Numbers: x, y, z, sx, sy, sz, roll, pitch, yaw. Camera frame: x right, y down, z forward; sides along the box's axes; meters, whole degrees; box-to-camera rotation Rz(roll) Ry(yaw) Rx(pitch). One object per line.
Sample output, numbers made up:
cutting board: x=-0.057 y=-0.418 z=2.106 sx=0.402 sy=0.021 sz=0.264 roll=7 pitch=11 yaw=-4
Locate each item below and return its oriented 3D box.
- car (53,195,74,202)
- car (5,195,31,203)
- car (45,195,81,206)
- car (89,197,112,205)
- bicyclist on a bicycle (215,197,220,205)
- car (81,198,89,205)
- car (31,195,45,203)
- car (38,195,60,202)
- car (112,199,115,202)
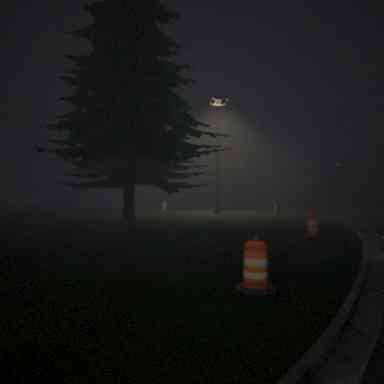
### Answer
car: x=-27.712 y=1.415 z=71.604 sx=4.181 sy=1.385 sz=1.994 roll=0 pitch=0 yaw=31
car: x=-33.141 y=1.341 z=62.616 sx=4.892 sy=1.490 sz=1.837 roll=0 pitch=0 yaw=31
car: x=-21.642 y=1.570 z=55.693 sx=5.357 sy=1.411 sz=2.033 roll=0 pitch=0 yaw=32
car: x=-18.023 y=1.585 z=61.685 sx=5.357 sy=1.411 sz=2.033 roll=0 pitch=0 yaw=32
bicyclist on a bicycle: x=4.377 y=1.377 z=56.970 sx=0.582 sy=1.620 sz=1.656 roll=0 pitch=0 yaw=31
car: x=-21.168 y=1.629 z=59.515 sx=4.718 sy=1.301 sz=1.895 roll=0 pitch=0 yaw=32
car: x=-31.331 y=1.326 z=65.612 sx=5.008 sy=1.535 sz=1.882 roll=0 pitch=0 yaw=31
car: x=-29.522 y=1.355 z=68.608 sx=4.892 sy=1.490 sz=1.837 roll=0 pitch=0 yaw=31
car: x=-17.555 y=1.643 z=65.510 sx=4.718 sy=1.301 sz=1.895 roll=0 pitch=0 yaw=32
